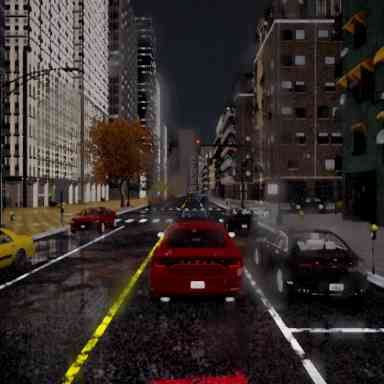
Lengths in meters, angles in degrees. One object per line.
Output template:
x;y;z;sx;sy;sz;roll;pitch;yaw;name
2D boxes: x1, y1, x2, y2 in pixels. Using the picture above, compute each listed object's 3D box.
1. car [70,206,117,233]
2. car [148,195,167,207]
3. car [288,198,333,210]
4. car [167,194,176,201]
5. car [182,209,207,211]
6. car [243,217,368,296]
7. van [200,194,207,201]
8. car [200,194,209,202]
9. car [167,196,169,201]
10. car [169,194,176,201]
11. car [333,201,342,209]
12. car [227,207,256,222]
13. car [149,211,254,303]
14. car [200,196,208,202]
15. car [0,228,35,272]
-5.650;1.546;19.487;1.887;1.381;4.507;0;0;0;car
-5.582;1.340;51.875;2.192;1.841;5.009;0;0;0;car
13.508;1.352;38.852;4.403;1.369;2.008;-1;1;0;car
-5.501;1.393;90.534;2.192;1.841;5.009;0;0;0;car
0.126;1.602;18.401;1.895;1.301;4.718;0;0;0;car
2.707;1.550;8.403;2.008;1.369;4.403;0;0;0;car
2.869;1.409;84.995;1.690;1.788;3.998;0;0;0;van
2.846;1.617;73.948;1.947;1.339;4.313;0;0;0;car
-5.570;1.597;57.398;1.947;1.339;4.313;0;0;0;car
-5.512;1.634;85.012;1.947;1.339;4.313;0;0;0;car
18.905;1.252;38.895;4.829;1.417;1.752;-1;1;0;car
2.730;1.552;19.469;2.008;1.369;4.403;0;0;0;car
0.109;1.477;8.310;1.882;1.535;5.008;0;0;0;car
2.858;1.584;79.641;1.752;1.417;4.829;0;0;0;car
-5.673;1.525;8.251;1.752;1.417;4.829;0;0;0;car
